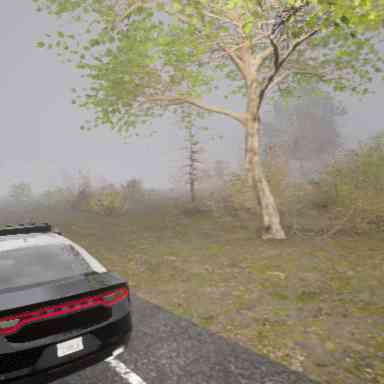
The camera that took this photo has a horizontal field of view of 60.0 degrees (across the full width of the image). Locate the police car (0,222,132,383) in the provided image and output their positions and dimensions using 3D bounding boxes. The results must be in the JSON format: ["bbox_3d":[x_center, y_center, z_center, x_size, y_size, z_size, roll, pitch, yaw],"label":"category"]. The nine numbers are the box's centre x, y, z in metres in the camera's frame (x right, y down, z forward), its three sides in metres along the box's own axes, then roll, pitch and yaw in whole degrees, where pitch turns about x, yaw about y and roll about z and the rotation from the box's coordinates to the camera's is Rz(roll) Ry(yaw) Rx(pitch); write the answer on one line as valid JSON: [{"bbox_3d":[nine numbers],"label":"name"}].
[{"bbox_3d":[-2.881,1.344,5.342,1.930,1.638,5.238,-3,2,-40],"label":"police car"}]
